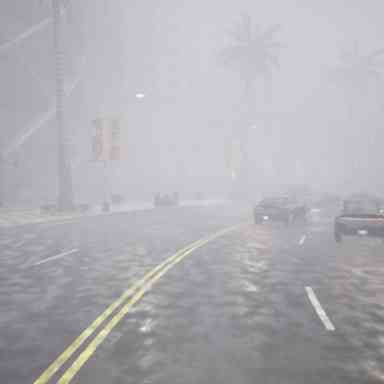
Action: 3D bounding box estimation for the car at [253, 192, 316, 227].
[{"bbox_3d":[5.019,0.966,18.294,1.837,1.490,4.892,1,2,35],"label":"car"}]

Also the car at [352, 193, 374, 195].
[{"bbox_3d":[14.810,0.737,28.601,4.181,1.385,1.994,-1,2,-31],"label":"car"}]

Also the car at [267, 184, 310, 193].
[{"bbox_3d":[9.684,0.253,33.064,5.566,2.045,2.150,-1,2,-36],"label":"car"}]

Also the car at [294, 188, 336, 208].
[{"bbox_3d":[11.732,0.644,30.230,4.674,1.442,1.812,-1,2,-36],"label":"car"}]

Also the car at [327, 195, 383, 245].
[{"bbox_3d":[6.859,1.096,13.572,2.128,1.511,4.902,1,2,25],"label":"car"}]
